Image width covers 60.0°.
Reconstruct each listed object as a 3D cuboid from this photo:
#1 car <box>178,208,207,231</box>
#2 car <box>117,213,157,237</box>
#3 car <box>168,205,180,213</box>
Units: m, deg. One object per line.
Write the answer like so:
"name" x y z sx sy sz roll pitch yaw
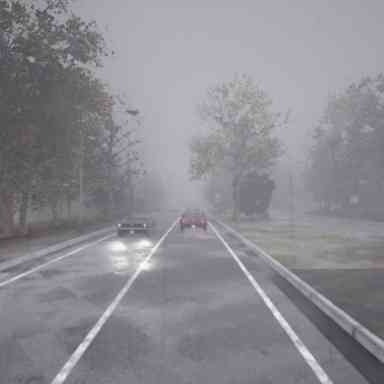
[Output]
"car" 0.102 2.119 24.853 1.895 1.301 4.718 0 -2 0
"car" -3.349 2.000 20.796 1.895 1.301 4.718 0 -2 0
"car" -3.231 3.160 61.872 1.837 1.490 4.892 0 -1 1
